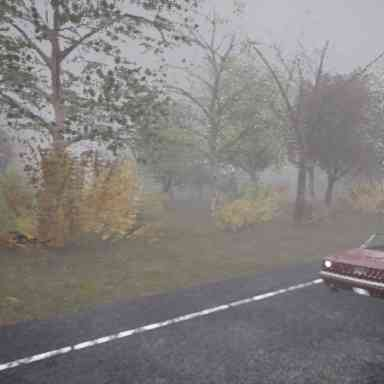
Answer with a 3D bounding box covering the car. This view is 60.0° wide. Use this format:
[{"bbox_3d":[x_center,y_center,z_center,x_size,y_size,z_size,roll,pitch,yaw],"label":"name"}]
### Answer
[{"bbox_3d":[5.002,1.587,7.680,4.718,1.301,1.895,0,0,-37],"label":"car"}]
